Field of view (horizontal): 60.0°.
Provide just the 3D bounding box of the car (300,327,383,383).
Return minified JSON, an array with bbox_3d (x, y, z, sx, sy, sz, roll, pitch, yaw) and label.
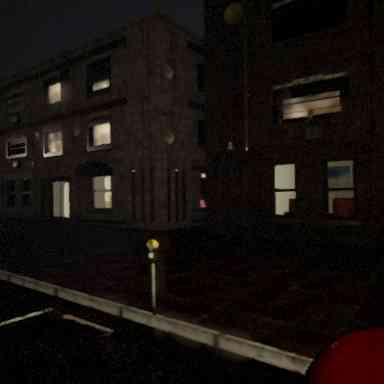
[{"bbox_3d":[2.770,1.317,0.917,5.009,1.841,2.192,0,-1,36],"label":"car"}]
